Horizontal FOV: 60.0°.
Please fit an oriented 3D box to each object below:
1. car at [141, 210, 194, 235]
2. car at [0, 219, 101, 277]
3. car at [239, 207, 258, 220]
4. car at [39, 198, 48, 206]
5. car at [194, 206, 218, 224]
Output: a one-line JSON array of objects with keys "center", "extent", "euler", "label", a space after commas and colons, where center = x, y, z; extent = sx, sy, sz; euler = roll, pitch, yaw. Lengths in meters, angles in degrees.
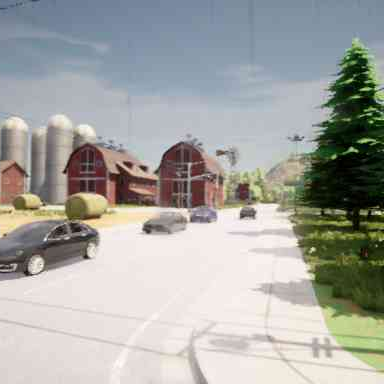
[{"center": [-1.709, 2.101, 23.312], "extent": [2.033, 1.411, 5.357], "euler": [0, -1, 15], "label": "car"}, {"center": [-4.979, 1.733, 11.340], "extent": [1.837, 1.490, 4.892], "euler": [1, -1, 16], "label": "car"}, {"center": [6.955, 2.597, 41.064], "extent": [1.837, 1.490, 4.892], "euler": [0, -1, 15], "label": "car"}, {"center": [-34.995, 2.403, 76.115], "extent": [3.866, 1.878, 1.905], "euler": [0, 5, -28], "label": "car"}, {"center": [1.188, 2.191, 33.836], "extent": [2.097, 1.767, 4.553], "euler": [0, -1, 16], "label": "car"}]
